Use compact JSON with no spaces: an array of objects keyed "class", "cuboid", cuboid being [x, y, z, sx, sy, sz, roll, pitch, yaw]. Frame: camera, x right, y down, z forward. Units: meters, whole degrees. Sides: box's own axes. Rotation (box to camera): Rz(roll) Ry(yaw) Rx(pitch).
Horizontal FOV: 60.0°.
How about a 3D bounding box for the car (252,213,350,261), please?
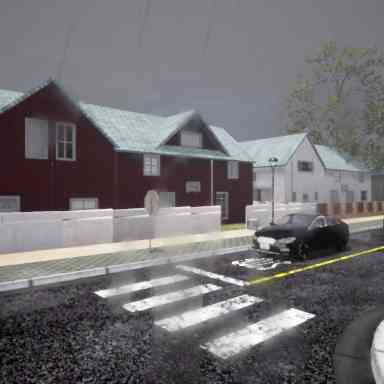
[{"class":"car","cuboid":[4.296,1.583,12.803,4.902,1.511,2.128,0,0,-41]}]
